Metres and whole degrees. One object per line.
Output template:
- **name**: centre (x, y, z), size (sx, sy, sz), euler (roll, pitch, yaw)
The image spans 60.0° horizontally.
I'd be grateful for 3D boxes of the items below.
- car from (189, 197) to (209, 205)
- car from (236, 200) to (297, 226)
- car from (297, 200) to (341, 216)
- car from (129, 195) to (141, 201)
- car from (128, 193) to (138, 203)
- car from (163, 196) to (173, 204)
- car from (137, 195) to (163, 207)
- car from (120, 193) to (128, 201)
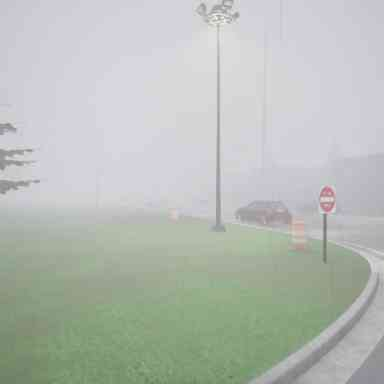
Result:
- **car**: centre (1.170, 1.601, 59.276), size (1.895, 1.301, 4.718), euler (0, 0, -23)
- **car**: centre (5.037, 1.352, 24.041), size (2.097, 1.767, 4.553), euler (0, 0, -23)
- **car**: centre (12.510, 1.491, 33.189), size (2.128, 1.511, 4.902), euler (0, 0, -23)
- **car**: centre (-15.072, 1.595, 87.609), size (1.895, 1.301, 4.718), euler (0, 0, -23)
- **car**: centre (-11.685, 1.478, 71.039), size (1.882, 1.535, 5.008), euler (0, 0, -23)
- **car**: centre (-5.043, 1.526, 64.538), size (1.812, 1.442, 4.674), euler (0, 0, -23)
- **car**: centre (-6.402, 1.525, 50.354), size (1.812, 1.442, 4.674), euler (0, 0, -24)
- **car**: centre (-15.820, 1.225, 80.552), size (2.150, 2.045, 5.566), euler (0, 0, -23)
